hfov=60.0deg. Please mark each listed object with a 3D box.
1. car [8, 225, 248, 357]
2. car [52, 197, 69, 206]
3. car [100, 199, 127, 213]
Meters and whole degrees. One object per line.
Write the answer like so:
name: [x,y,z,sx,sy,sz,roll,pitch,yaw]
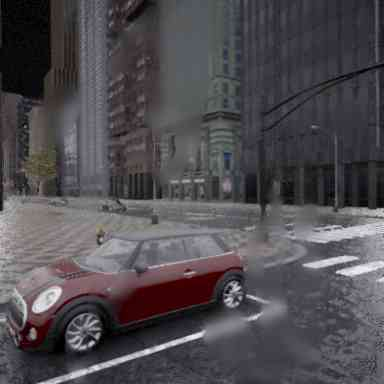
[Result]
car: [-0.980,1.424,5.954,4.097,1.590,1.967,0,0,-36]
car: [-22.840,1.622,57.723,2.128,1.511,4.902,-1,1,-35]
car: [-9.178,1.601,38.553,1.837,1.490,4.892,-1,2,-35]
